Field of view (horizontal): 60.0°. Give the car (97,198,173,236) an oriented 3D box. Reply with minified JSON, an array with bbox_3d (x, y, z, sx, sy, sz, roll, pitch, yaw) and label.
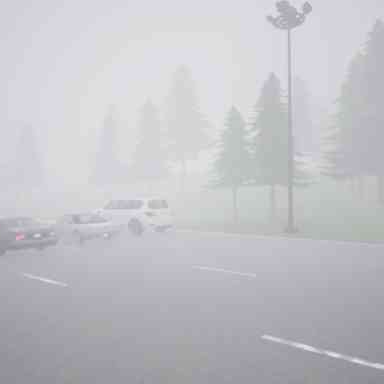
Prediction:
[{"bbox_3d":[-3.681,1.347,19.398,5.566,2.045,2.150,0,0,36],"label":"car"}]

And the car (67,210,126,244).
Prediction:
[{"bbox_3d":[-5.788,1.732,16.602,4.718,1.301,1.895,-1,0,36],"label":"car"}]

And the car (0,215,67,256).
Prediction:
[{"bbox_3d":[-7.727,1.677,13.686,5.357,1.411,2.033,-1,0,36],"label":"car"}]
